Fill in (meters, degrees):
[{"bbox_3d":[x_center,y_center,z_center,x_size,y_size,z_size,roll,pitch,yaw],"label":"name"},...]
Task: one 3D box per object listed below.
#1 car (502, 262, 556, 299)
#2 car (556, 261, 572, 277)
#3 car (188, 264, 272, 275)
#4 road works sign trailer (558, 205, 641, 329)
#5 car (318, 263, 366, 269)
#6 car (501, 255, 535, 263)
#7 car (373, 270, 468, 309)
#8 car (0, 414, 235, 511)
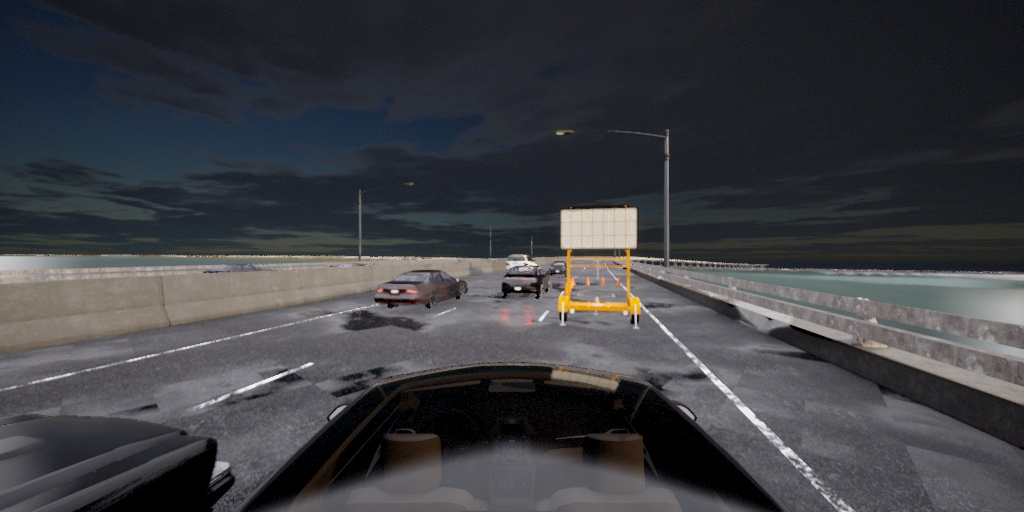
[{"bbox_3d":[0.805,1.229,18.287,2.128,1.511,4.902,0,0,13],"label":"car"},{"bbox_3d":[4.757,1.251,35.490,1.812,1.442,4.674,0,0,13],"label":"car"},{"bbox_3d":[-19.423,1.272,24.961,2.033,1.411,5.357,0,0,13],"label":"car"},{"bbox_3d":[2.731,0.208,11.409,2.380,3.560,2.880,0,0,13],"label":"road works sign trailer"},{"bbox_3d":[-11.987,1.252,26.074,1.812,1.442,4.674,0,0,13],"label":"car"},{"bbox_3d":[0.925,0.941,34.488,2.150,2.045,5.566,0,-1,13],"label":"car"},{"bbox_3d":[-3.535,1.286,14.958,2.033,1.411,5.357,0,0,13],"label":"car"},{"bbox_3d":[-3.188,1.350,0.382,1.895,1.301,4.718,0,0,12],"label":"car"}]
